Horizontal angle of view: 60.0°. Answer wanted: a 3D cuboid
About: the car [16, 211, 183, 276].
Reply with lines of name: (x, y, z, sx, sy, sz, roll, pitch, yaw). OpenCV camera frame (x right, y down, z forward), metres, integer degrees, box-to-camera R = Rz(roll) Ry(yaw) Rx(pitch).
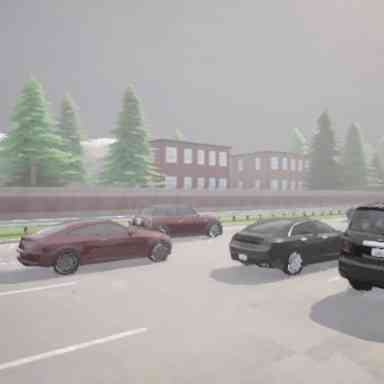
car: (-2.821, 1.536, 10.348, 4.674, 1.442, 1.812, 0, 0, -36)

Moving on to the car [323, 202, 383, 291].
car: (5.733, 1.249, 7.836, 5.566, 2.045, 2.150, 0, 0, -36)

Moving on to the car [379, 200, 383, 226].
car: (15.268, 1.431, 23.240, 4.553, 1.767, 2.097, 0, 0, -36)

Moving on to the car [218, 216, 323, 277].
car: (3.359, 1.531, 10.443, 4.892, 1.490, 1.837, 0, 0, -36)

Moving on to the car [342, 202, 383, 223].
car: (14.295, 1.609, 26.863, 4.674, 1.442, 1.812, 0, 0, -36)

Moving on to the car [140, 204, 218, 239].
car: (-0.653, 1.378, 16.179, 4.553, 1.767, 2.097, 0, 0, -36)
